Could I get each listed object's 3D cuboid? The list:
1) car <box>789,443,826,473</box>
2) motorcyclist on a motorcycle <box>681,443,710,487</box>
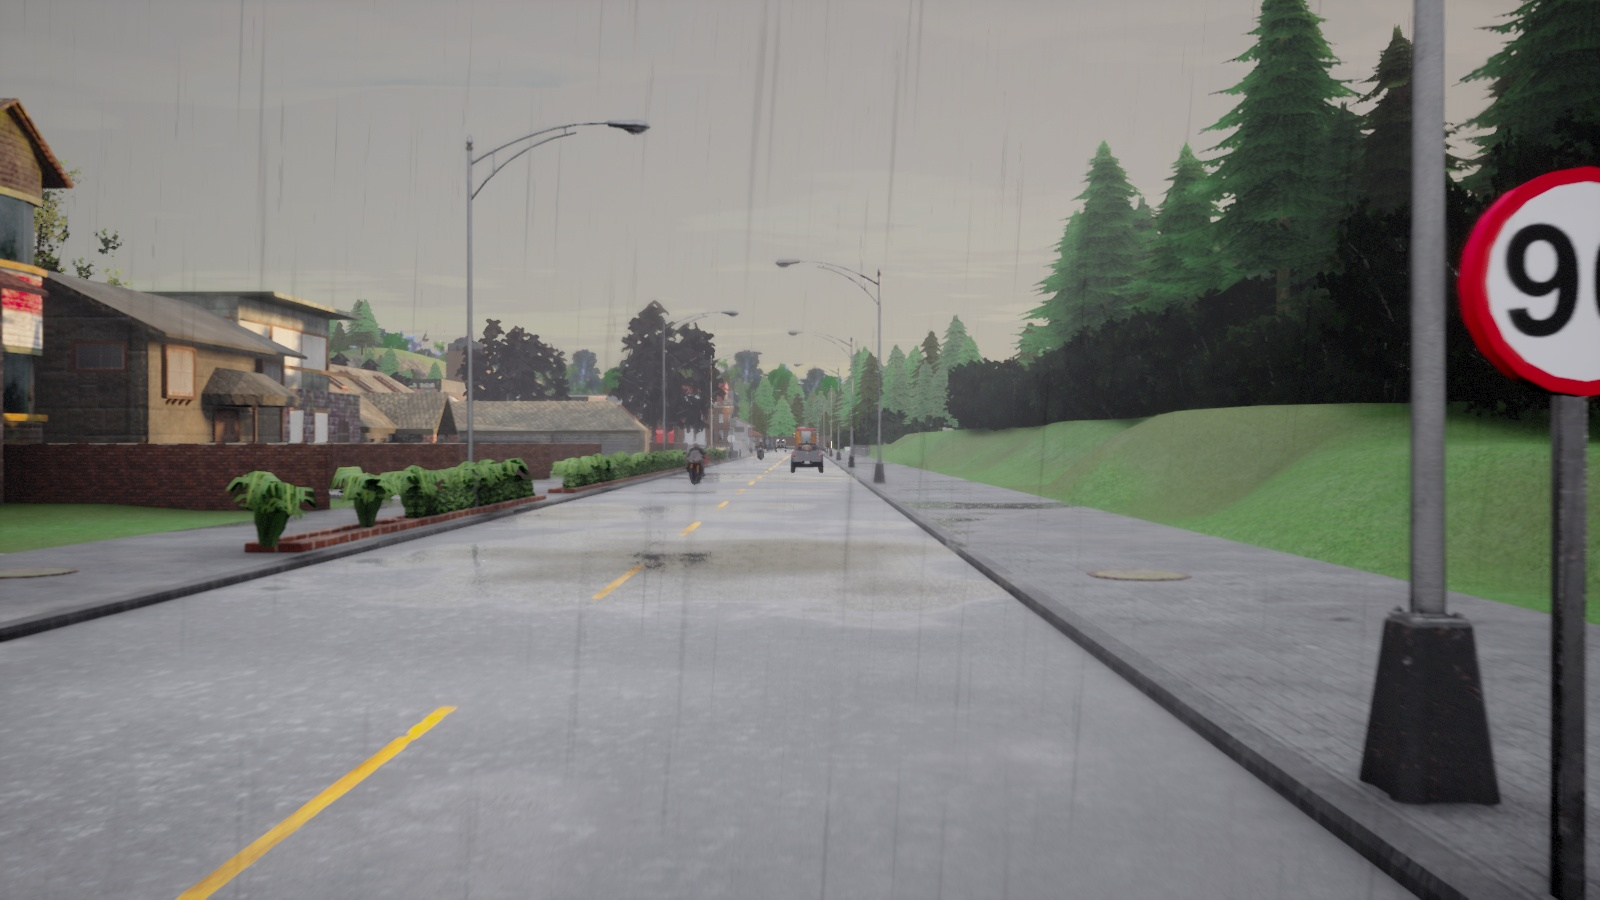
[{"bbox_3d":[0.365,0.398,64.300,1.845,1.501,3.633,0,0,0],"label":"car"},{"bbox_3d":[-3.743,0.524,45.078,0.866,1.530,2.191,0,0,0],"label":"motorcyclist on a motorcycle"}]
